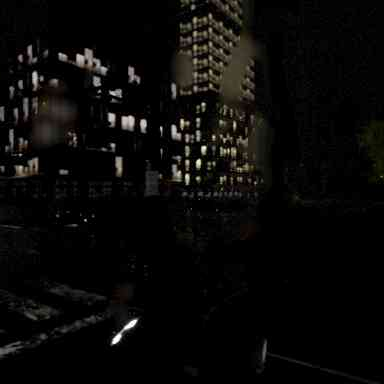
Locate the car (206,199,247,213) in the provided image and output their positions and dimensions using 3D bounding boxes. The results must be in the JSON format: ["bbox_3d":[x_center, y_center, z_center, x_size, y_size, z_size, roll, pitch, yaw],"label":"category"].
[{"bbox_3d":[4.186,1.503,36.681,2.033,1.411,5.357,-1,0,37],"label":"car"}]

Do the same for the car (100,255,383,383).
[{"bbox_3d":[1.333,1.350,2.732,4.553,1.767,2.097,0,0,36],"label":"car"}]

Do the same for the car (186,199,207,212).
[{"bbox_3d":[1.546,1.530,38.576,2.033,1.411,5.357,-1,0,37],"label":"car"}]

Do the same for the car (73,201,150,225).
[{"bbox_3d":[-5.404,1.482,23.969,2.033,1.411,5.357,-1,0,37],"label":"car"}]

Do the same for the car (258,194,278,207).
[{"bbox_3d":[12.663,1.331,53.157,2.150,2.045,5.566,-1,0,37],"label":"car"}]

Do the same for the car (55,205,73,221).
[{"bbox_3d":[-8.140,1.453,25.738,2.128,1.511,4.902,-1,0,37],"label":"car"}]

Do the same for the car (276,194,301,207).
[{"bbox_3d":[15.277,1.506,51.223,2.128,1.511,4.902,-1,0,37],"label":"car"}]
